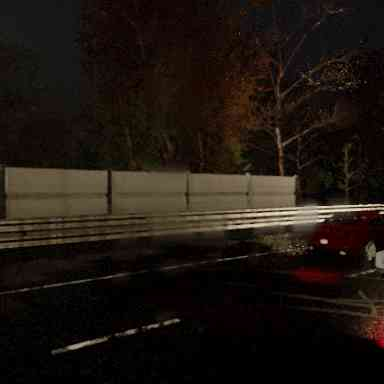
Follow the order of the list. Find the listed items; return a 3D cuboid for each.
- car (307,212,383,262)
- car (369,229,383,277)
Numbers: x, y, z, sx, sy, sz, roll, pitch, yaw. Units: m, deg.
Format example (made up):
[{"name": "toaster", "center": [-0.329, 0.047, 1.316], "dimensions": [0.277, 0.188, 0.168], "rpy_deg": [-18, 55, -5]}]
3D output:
[{"name": "car", "center": [6.355, 1.449, 12.099], "dimensions": [5.008, 1.535, 1.882], "rpy_deg": [0, 0, -33]}, {"name": "car", "center": [6.616, 1.583, 8.117], "dimensions": [4.718, 1.301, 1.895], "rpy_deg": [0, 0, -33]}]
